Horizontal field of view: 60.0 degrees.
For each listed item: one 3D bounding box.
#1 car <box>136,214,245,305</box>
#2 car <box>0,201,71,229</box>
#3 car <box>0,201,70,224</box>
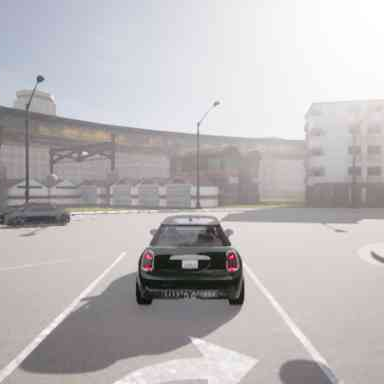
[{"bbox_3d":[-0.011,1.340,8.225,2.097,1.767,4.553,0,0,1],"label":"car"},{"bbox_3d":[-10.169,1.533,21.744,4.181,1.385,1.994,0,0,-38],"label":"car"},{"bbox_3d":[-11.884,1.471,24.878,4.892,1.490,1.837,0,-2,-37],"label":"car"}]
